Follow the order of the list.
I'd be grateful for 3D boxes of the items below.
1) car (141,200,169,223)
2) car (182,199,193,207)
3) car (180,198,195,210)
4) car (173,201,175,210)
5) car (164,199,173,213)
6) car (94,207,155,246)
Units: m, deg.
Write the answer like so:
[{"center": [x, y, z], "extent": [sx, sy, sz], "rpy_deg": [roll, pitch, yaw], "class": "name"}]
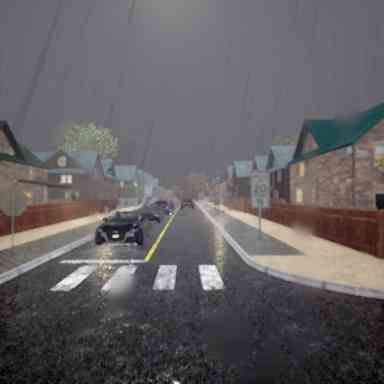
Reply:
[{"center": [-3.182, 1.590, 26.095], "extent": [2.033, 1.411, 5.357], "rpy_deg": [0, 0, 0], "class": "car"}, {"center": [-0.752, 1.807, 56.154], "extent": [1.895, 1.301, 4.718], "rpy_deg": [0, 0, -1], "class": "car"}, {"center": [-0.609, 1.642, 45.709], "extent": [1.837, 1.490, 4.892], "rpy_deg": [0, 0, -1], "class": "car"}, {"center": [-3.413, 1.704, 45.803], "extent": [1.994, 1.385, 4.181], "rpy_deg": [0, 0, 0], "class": "car"}, {"center": [-3.311, 1.612, 35.922], "extent": [1.812, 1.442, 4.674], "rpy_deg": [0, 0, -1], "class": "car"}, {"center": [-3.032, 1.576, 15.228], "extent": [1.994, 1.385, 4.181], "rpy_deg": [0, 0, 0], "class": "car"}]
